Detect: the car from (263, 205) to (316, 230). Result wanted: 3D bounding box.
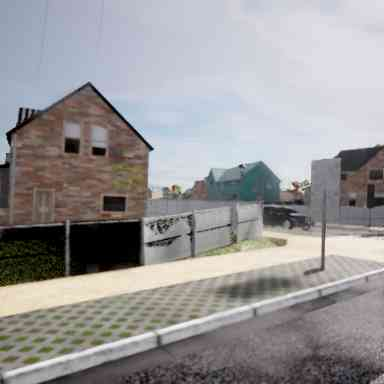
[{"bbox_3d":[5.831,1.657,21.893,1.837,1.490,4.892,3,-2,-29],"label":"car"}]
